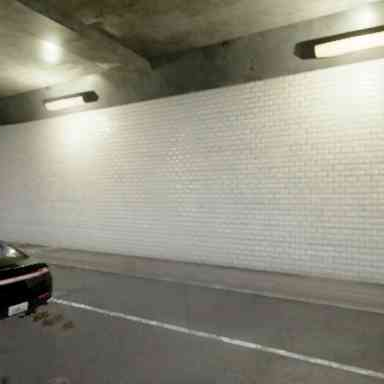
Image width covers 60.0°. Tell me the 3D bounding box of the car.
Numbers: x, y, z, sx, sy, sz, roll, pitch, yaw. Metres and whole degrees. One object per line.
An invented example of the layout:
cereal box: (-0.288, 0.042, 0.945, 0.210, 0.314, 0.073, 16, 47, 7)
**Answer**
car: (-4.729, 1.548, 6.151, 4.902, 1.511, 2.128, 0, 0, 29)
